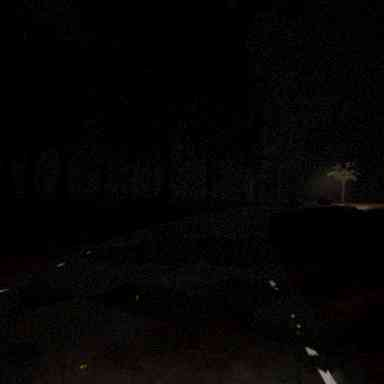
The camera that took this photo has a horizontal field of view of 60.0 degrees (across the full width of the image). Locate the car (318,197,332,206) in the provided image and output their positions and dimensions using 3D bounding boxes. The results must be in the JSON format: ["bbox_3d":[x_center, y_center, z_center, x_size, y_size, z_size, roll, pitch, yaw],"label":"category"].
[{"bbox_3d":[25.732,1.827,64.229,1.837,1.490,4.892,2,0,34],"label":"car"}]

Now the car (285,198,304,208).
[{"bbox_3d":[15.346,1.582,49.670,1.994,1.385,4.181,2,0,32],"label":"car"}]
